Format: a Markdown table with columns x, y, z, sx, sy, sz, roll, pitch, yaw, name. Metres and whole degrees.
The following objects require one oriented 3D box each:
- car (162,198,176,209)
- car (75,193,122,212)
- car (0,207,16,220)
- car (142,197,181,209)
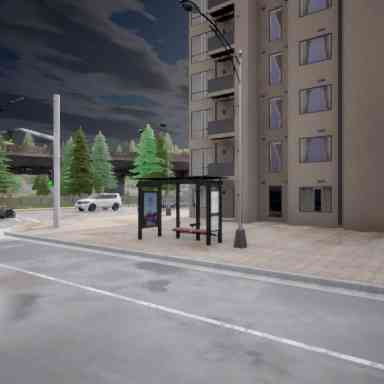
| x | y | z | sx | sy | sz | roll | pitch | yaw | name |
| --- | --- | --- | --- | --- | --- | --- | --- | --- | --- |
| -2.021 | 1.545 | 43.450 | 1.895 | 1.301 | 4.718 | 0 | 0 | 42 | car |
| -10.685 | 1.166 | 38.467 | 2.150 | 2.045 | 5.566 | 0 | 0 | 37 | car |
| -15.795 | 1.508 | 25.391 | 1.994 | 1.385 | 4.181 | 0 | 0 | 36 | car |
| -4.179 | 1.492 | 46.430 | 2.033 | 1.411 | 5.357 | 0 | 0 | 44 | car |
